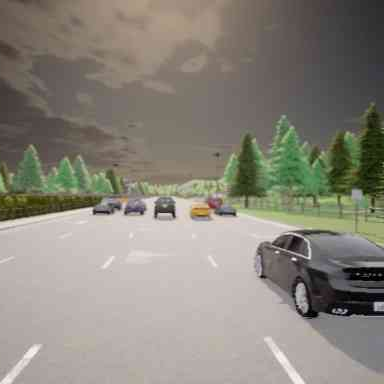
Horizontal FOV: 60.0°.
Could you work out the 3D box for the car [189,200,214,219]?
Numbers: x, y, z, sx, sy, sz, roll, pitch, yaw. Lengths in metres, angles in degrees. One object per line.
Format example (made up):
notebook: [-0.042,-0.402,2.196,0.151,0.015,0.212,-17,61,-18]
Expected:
car: [0.750,1.868,34.082,1.882,1.535,5.008,1,0,-5]

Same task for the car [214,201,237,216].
car: [3.831,2.034,38.169,1.994,1.385,4.181,1,-1,-5]

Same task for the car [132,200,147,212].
car: [-7.479,1.978,47.856,1.812,1.442,4.674,1,-1,-5]

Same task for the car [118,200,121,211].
car: [-10.944,1.913,47.294,1.837,1.490,4.892,1,-1,-5]

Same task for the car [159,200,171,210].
car: [-4.274,2.049,52.913,1.837,1.490,4.892,1,-1,-5]

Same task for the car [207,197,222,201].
car: [3.097,1.786,47.363,2.150,2.045,5.566,1,-1,-5]

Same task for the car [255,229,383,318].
car: [2.853,1.622,7.708,1.837,1.490,4.892,1,-1,-4]

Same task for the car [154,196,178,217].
car: [-2.865,1.582,35.382,2.150,2.045,5.566,1,-1,-4]

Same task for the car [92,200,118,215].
car: [-10.138,1.882,38.426,1.994,1.385,4.181,1,-1,-4]

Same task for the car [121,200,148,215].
car: [-6.662,1.714,38.913,2.097,1.767,4.553,1,-1,-4]
